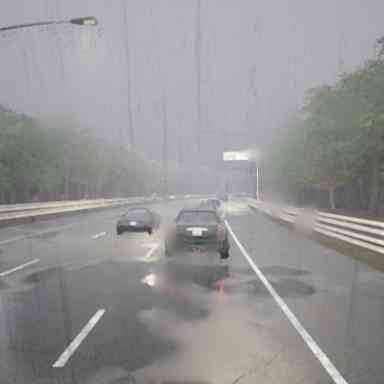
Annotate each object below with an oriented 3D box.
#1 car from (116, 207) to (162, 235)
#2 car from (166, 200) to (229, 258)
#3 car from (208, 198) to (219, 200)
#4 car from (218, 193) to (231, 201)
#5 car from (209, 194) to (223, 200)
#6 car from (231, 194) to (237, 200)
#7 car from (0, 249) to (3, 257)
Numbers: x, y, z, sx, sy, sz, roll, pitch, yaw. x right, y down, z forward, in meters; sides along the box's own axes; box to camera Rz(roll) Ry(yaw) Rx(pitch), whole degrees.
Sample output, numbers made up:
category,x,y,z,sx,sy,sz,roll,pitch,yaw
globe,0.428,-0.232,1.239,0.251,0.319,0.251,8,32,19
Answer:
category,x,y,z,sx,sy,sz,roll,pitch,yaw
car,-2.901,1.566,18.967,1.994,1.385,4.181,0,0,3
car,0.245,1.358,12.977,2.097,1.767,4.553,0,0,2
car,1.489,1.570,33.691,1.994,1.385,4.181,0,0,5
car,6.711,1.200,72.509,2.150,2.045,5.566,0,0,10
car,3.383,1.473,51.185,1.882,1.535,5.008,0,0,7
car,10.223,1.549,89.793,1.895,1.301,4.718,0,0,13
car,-6.812,1.537,7.817,2.033,1.411,5.357,0,0,1
